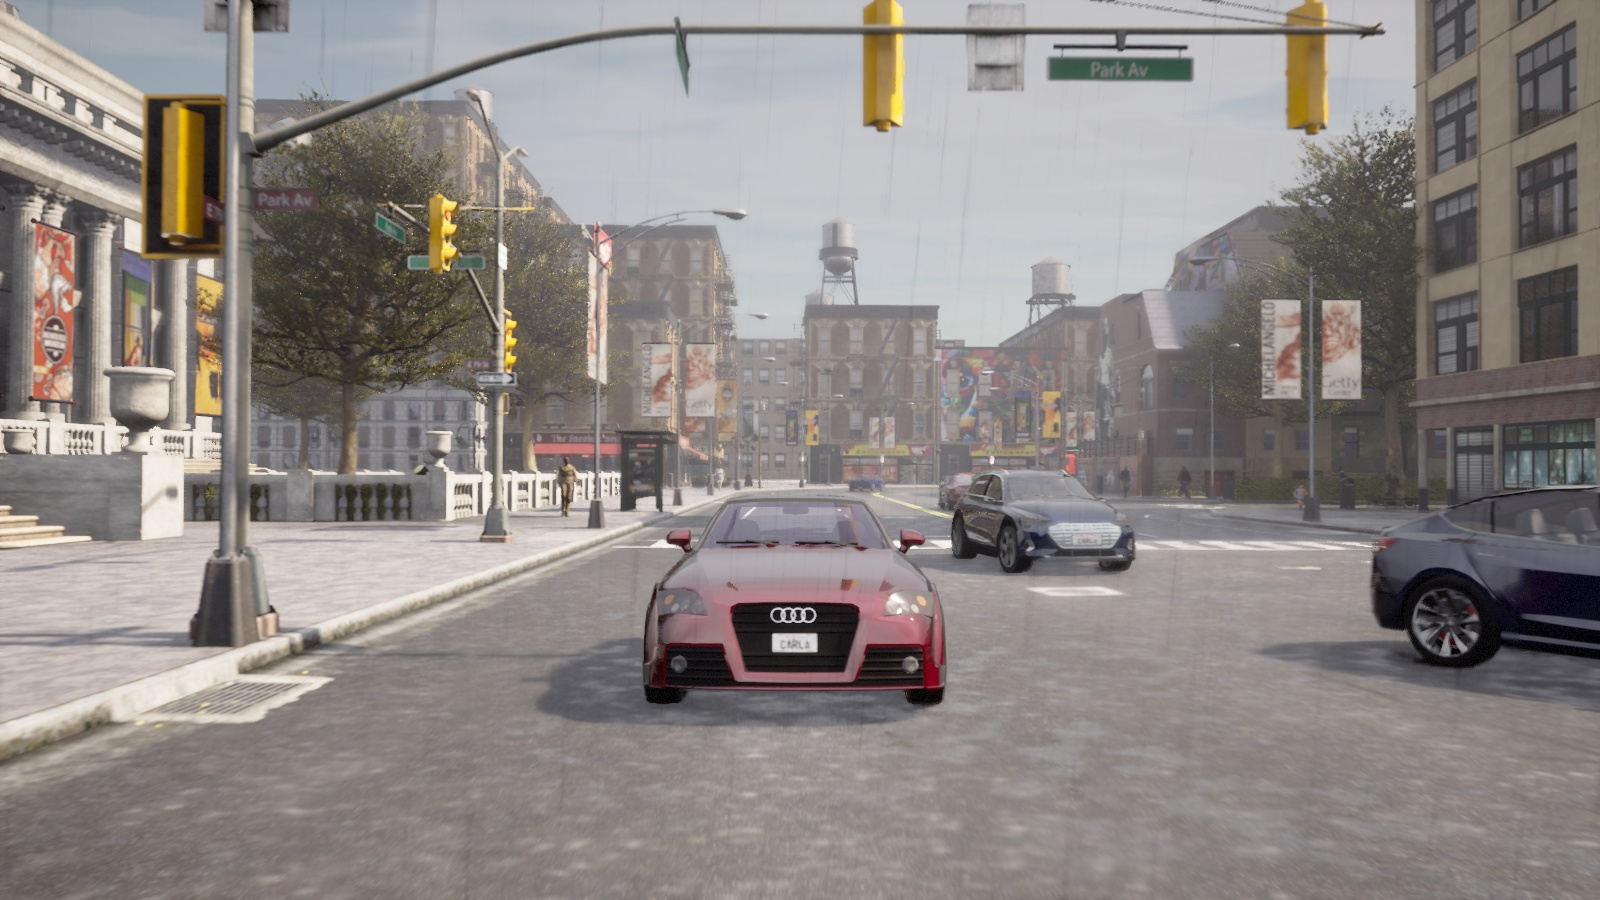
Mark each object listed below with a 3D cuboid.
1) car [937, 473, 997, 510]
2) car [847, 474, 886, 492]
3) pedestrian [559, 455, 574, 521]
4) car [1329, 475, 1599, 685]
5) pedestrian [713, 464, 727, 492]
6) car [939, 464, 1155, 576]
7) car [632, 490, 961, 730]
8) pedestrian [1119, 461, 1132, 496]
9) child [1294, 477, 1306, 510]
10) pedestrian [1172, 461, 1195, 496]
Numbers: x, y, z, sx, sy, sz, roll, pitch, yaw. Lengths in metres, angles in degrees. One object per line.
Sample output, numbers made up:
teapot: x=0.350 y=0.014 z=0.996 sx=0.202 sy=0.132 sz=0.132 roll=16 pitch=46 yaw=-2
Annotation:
car: x=6.856 y=1.679 z=51.981 sx=1.812 sy=1.442 sz=4.674 roll=0 pitch=-1 yaw=0
car: x=5.052 y=2.478 z=94.958 sx=1.895 sy=1.301 sz=4.718 roll=-1 pitch=-1 yaw=16
pedestrian: x=-6.910 y=1.120 z=37.209 sx=0.396 sy=1.930 sz=0.692 roll=0 pitch=-1 yaw=-8
car: x=6.787 y=0.944 z=9.424 sx=2.163 sy=1.488 sz=4.792 roll=0 pitch=-1 yaw=-33
pedestrian: x=-5.452 y=1.918 z=85.461 sx=0.874 sy=1.855 sz=0.900 roll=0 pitch=-1 yaw=2
car: x=3.956 y=1.081 z=21.117 sx=2.033 sy=1.649 sz=4.856 roll=0 pitch=-1 yaw=-9
car: x=-0.028 y=1.041 z=9.742 sx=1.994 sy=1.385 sz=4.181 roll=0 pitch=-1 yaw=0
pedestrian: x=17.601 y=1.533 z=67.944 sx=0.402 sy=1.842 sz=0.726 roll=0 pitch=-1 yaw=-7
child: x=17.200 y=1.502 z=43.185 sx=0.255 sy=1.110 sz=0.394 roll=0 pitch=-1 yaw=6
pedestrian: x=20.188 y=1.492 z=66.119 sx=0.899 sy=1.844 sz=0.634 roll=0 pitch=-1 yaw=-21
